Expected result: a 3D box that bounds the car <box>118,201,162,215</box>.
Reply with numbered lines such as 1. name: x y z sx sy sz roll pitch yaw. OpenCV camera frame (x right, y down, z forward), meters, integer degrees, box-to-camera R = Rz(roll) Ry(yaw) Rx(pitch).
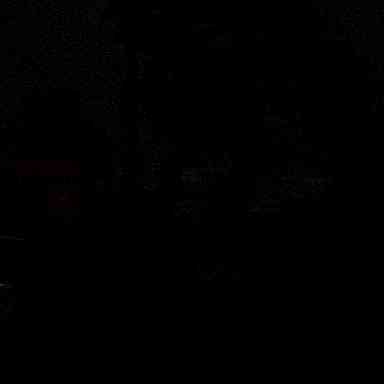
1. car: -5.064 1.582 33.327 1.895 1.301 4.718 0 0 34
